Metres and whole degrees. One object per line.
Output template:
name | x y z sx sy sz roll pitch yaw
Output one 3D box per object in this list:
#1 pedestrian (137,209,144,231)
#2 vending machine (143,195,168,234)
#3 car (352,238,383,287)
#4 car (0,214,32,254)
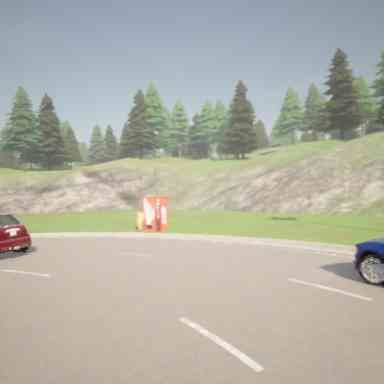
pedestrian | -2.894 1.527 18.847 0.375 1.300 0.375 -2 0 22
vending machine | -2.072 1.271 18.902 0.880 2.100 1.100 -2 0 24
car | 5.479 1.293 6.291 1.882 1.535 5.008 -1 0 -22
car | -8.768 1.654 13.033 4.553 1.767 2.097 -2 0 14
